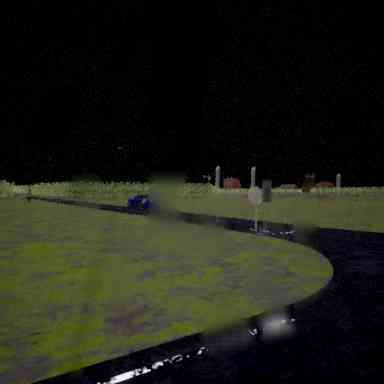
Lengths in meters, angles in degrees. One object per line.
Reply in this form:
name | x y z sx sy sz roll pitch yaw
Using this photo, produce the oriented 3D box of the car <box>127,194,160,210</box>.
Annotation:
car | -5.411 1.030 36.647 2.097 1.767 4.553 1 0 -35
